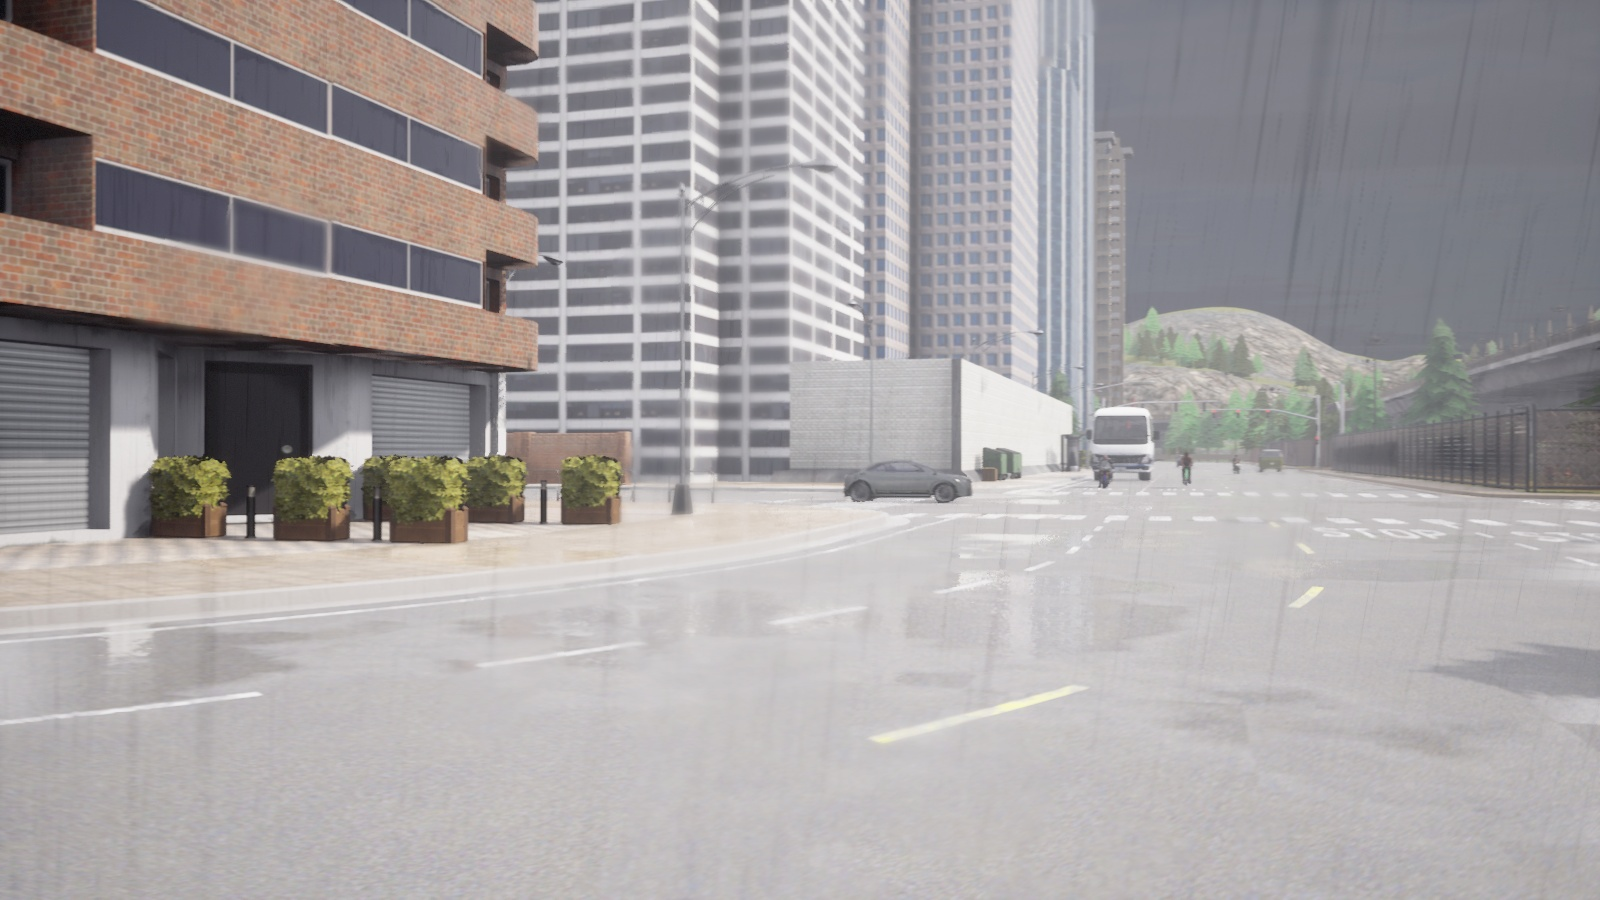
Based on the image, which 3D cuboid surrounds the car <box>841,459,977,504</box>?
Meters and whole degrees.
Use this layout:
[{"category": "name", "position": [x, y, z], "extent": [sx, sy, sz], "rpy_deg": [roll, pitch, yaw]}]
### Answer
[{"category": "car", "position": [3.556, 0.995, 40.628], "extent": [4.181, 1.385, 1.994], "rpy_deg": [0, 0, 12]}]

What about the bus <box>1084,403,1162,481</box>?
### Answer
[{"category": "bus", "position": [19.176, -0.428, 74.052], "extent": [3.944, 4.253, 10.273], "rpy_deg": [0, 0, 17]}]

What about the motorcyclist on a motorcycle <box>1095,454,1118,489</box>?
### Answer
[{"category": "motorcyclist on a motorcycle", "position": [13.799, 0.938, 56.540], "extent": [0.866, 1.530, 2.191], "rpy_deg": [0, 0, 17]}]
